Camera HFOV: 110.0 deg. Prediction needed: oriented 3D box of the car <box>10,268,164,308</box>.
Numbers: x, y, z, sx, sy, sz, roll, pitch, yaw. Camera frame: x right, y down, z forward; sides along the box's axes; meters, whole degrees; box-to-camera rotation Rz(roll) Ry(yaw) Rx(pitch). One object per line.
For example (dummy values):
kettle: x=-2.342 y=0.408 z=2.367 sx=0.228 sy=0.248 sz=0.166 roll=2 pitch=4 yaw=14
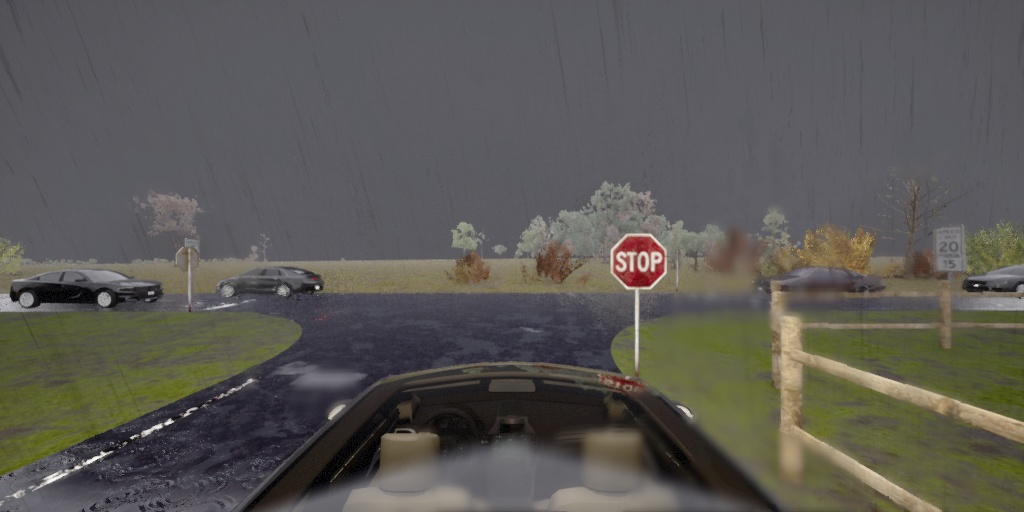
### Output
car: x=-17.393 y=1.270 z=14.831 sx=5.008 sy=1.535 sz=1.882 roll=0 pitch=0 yaw=1

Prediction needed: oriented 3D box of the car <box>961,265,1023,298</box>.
car: x=25.016 y=1.190 z=17.440 sx=4.892 sy=1.490 sz=1.837 roll=0 pitch=0 yaw=1

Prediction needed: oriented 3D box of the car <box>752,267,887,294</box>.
car: x=14.904 y=1.253 z=17.527 sx=5.357 sy=1.411 sz=2.033 roll=0 pitch=0 yaw=0

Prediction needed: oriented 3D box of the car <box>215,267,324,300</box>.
car: x=-11.868 y=1.280 z=17.640 sx=4.892 sy=1.490 sz=1.837 roll=0 pitch=-1 yaw=5
